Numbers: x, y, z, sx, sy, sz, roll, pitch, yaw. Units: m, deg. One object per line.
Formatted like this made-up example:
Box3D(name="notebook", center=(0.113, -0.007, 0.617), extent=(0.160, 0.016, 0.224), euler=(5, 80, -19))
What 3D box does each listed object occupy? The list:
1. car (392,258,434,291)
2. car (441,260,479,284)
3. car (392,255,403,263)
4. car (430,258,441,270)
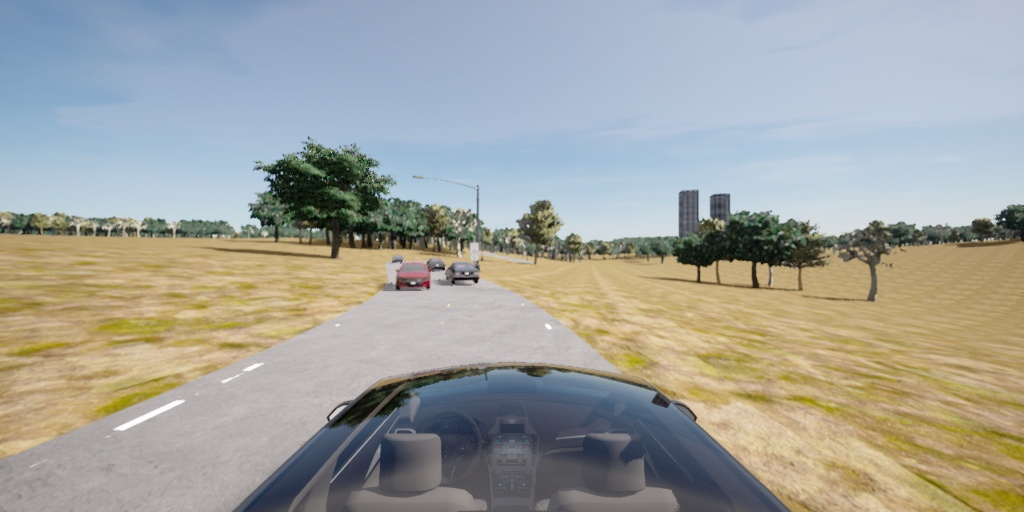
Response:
Box3D(name="car", center=(-5.847, 1.125, 21.388), extent=(1.882, 1.535, 5.008), euler=(0, 1, -15))
Box3D(name="car", center=(-3.610, 1.143, 25.482), extent=(2.033, 1.411, 5.357), euler=(0, 1, -16))
Box3D(name="car", center=(-19.094, 0.557, 59.780), extent=(2.033, 1.411, 5.357), euler=(0, 1, -20))
Box3D(name="car", center=(-8.612, 0.915, 40.033), extent=(1.994, 1.385, 4.181), euler=(0, 1, -19))
